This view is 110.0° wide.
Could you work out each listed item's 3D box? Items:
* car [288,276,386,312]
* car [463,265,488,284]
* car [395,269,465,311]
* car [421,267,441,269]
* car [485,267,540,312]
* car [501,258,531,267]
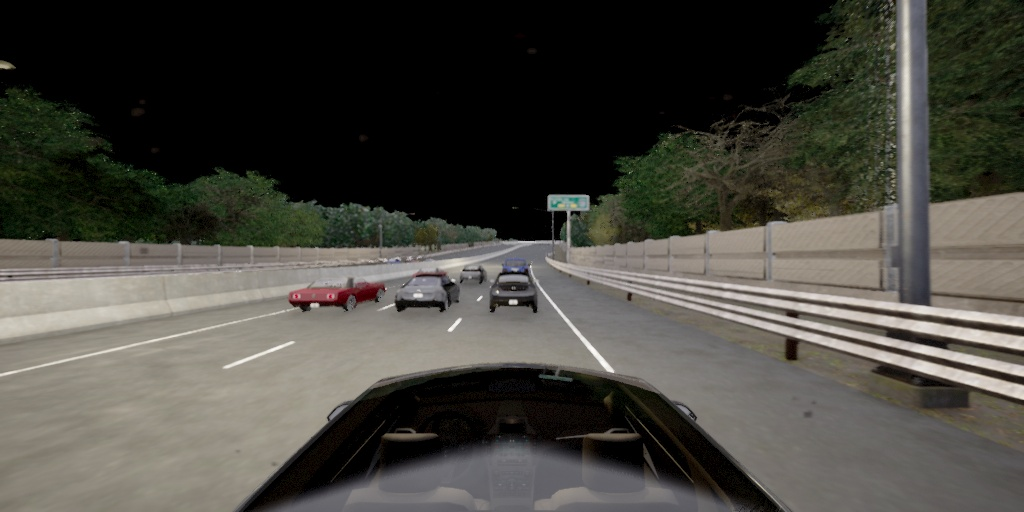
[{"bbox_3d":[-6.914,1.476,14.873,1.895,1.301,4.718,0,-1,1],"label":"car"},{"bbox_3d":[-3.146,1.468,29.968,2.128,1.511,4.902,0,0,2],"label":"car"},{"bbox_3d":[-3.405,1.442,15.149,1.994,1.385,4.181,0,0,1],"label":"car"},{"bbox_3d":[-6.655,1.575,29.789,1.895,1.301,4.718,0,0,2],"label":"car"},{"bbox_3d":[0.093,1.385,15.058,1.837,1.490,4.892,0,0,1],"label":"car"},{"bbox_3d":[0.318,1.197,28.944,2.150,2.045,5.566,0,0,2],"label":"car"}]
